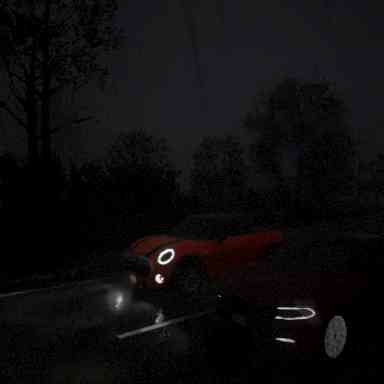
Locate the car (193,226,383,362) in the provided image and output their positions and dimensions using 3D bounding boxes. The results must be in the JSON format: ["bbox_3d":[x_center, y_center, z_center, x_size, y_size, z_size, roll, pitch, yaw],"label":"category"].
[{"bbox_3d":[2.608,1.487,6.125,5.008,1.535,1.882,0,0,-38],"label":"car"}]

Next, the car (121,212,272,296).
[{"bbox_3d":[0.440,1.379,8.883,4.553,1.767,2.097,0,0,-38],"label":"car"}]
